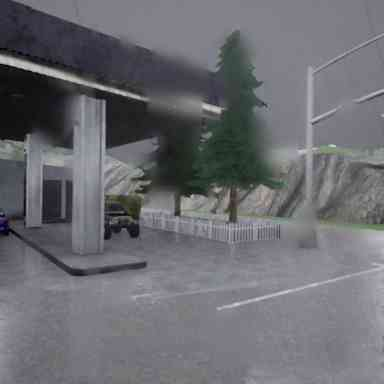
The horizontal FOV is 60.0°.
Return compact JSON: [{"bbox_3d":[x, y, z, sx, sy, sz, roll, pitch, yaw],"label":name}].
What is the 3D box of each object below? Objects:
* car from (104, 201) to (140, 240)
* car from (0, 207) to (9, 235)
[{"bbox_3d":[-4.471,1.457,18.315,1.905,1.878,3.866,1,0,-36],"label":"car"},{"bbox_3d":[-11.602,1.522,18.516,2.242,1.667,4.611,1,0,-36],"label":"car"}]
